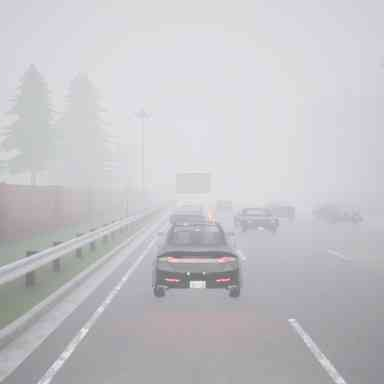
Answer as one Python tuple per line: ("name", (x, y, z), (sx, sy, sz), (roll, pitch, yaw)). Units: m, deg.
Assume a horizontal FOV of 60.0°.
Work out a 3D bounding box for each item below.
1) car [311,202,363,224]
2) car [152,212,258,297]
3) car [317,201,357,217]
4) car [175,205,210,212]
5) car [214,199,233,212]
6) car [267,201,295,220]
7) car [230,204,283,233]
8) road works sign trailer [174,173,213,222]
("car", (10.625, 1.548, 24.717), (2.033, 1.411, 5.357), (0, 0, 0))
("car", (0.107, 1.492, 8.554), (2.128, 1.511, 4.902), (0, 0, 0))
("car", (14.125, 1.601, 32.825), (1.895, 1.301, 4.718), (0, 0, 0))
("car", (-0.035, 1.474, 19.003), (1.882, 1.535, 5.008), (0, 0, 6))
("car", (3.630, 1.491, 38.304), (2.128, 1.511, 4.902), (0, 0, 0))
("car", (7.122, 1.477, 27.985), (1.882, 1.535, 5.008), (0, 0, 0))
("car", (3.616, 1.601, 19.581), (1.895, 1.301, 4.718), (0, 0, 0))
("road works sign trailer", (0.077, 0.464, 22.920), (2.380, 3.560, 2.880), (0, 0, 0))
